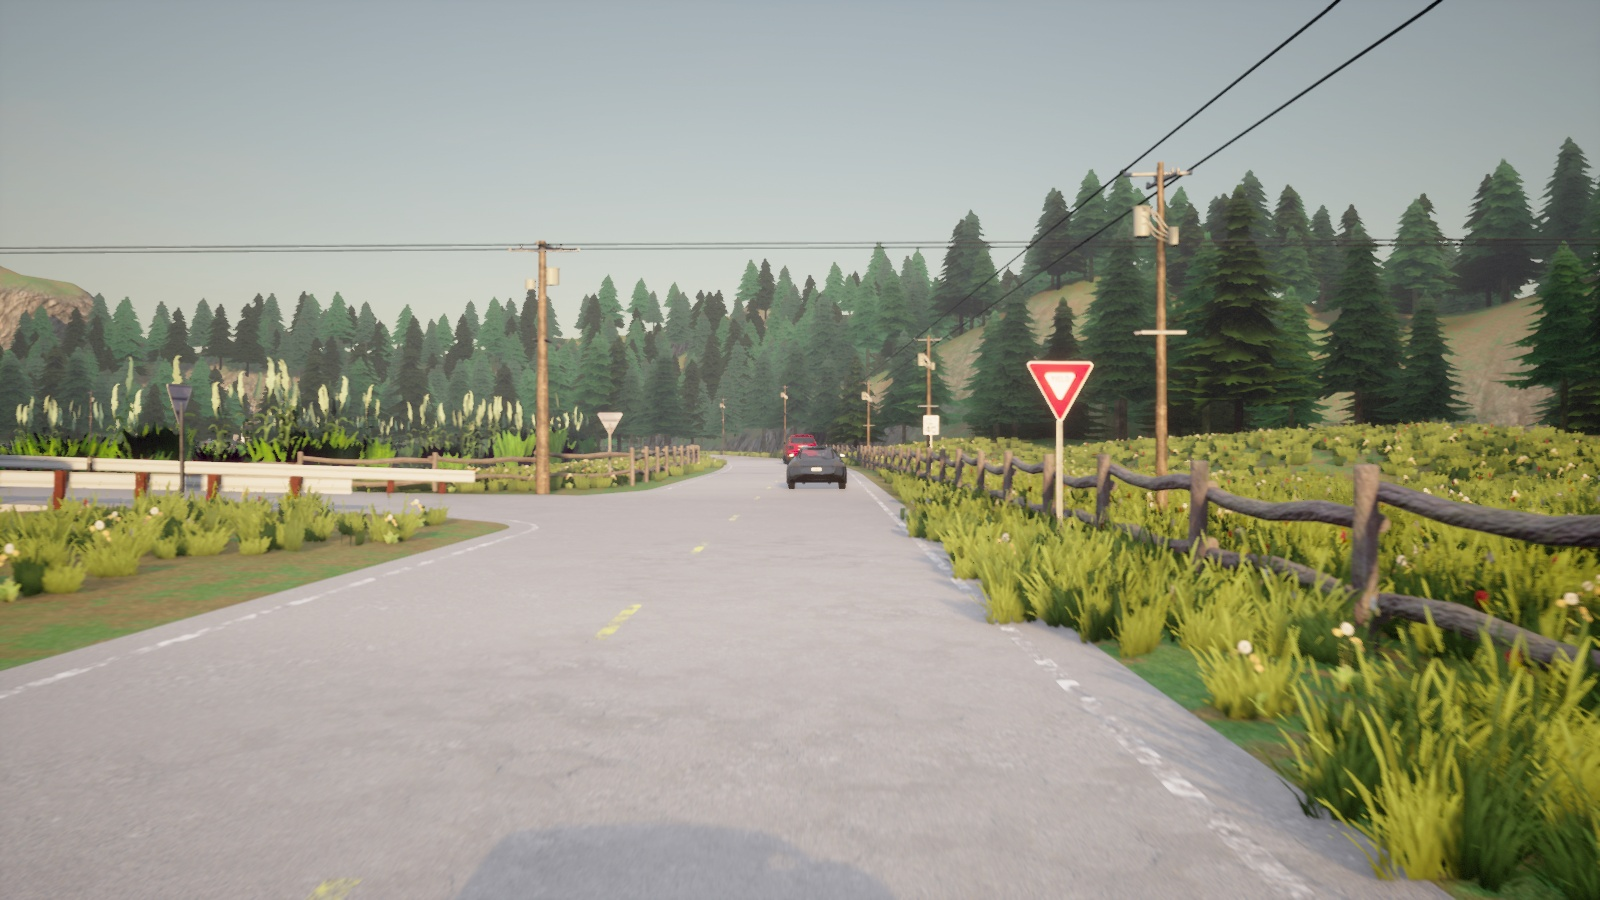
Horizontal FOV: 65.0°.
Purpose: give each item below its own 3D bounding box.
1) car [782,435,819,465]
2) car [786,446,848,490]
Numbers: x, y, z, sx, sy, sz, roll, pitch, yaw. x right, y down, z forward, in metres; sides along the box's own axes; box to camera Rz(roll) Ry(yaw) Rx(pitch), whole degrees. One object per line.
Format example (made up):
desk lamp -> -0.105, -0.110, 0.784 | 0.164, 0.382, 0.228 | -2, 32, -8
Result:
car -> -0.015, -0.025, 86.956 | 2.150, 2.045, 5.566 | 0, 0, -4
car -> 0.571, 0.572, 42.325 | 1.994, 1.385, 4.181 | 0, 0, 1
